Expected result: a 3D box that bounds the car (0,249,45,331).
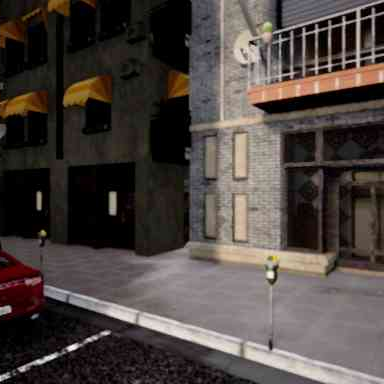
[{"bbox_3d":[-4.532,1.594,6.092,4.507,1.381,1.887,0,0,35],"label":"car"}]
